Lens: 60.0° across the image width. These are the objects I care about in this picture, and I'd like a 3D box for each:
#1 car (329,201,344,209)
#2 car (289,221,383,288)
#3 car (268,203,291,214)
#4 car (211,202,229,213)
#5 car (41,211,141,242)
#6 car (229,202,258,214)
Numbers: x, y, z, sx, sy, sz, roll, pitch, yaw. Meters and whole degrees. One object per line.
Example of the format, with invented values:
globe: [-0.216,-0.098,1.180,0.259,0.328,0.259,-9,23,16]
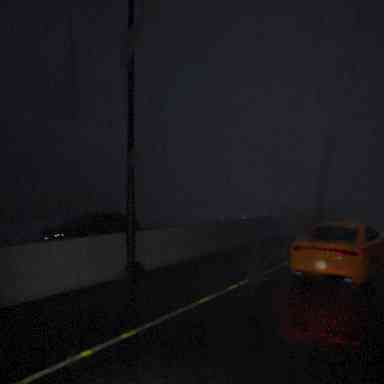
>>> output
car: [25.181,2.278,57.895,2.033,1.411,5.357,0,-1,32]
car: [4.507,1.603,9.845,1.882,1.535,5.008,-1,-1,36]
car: [11.537,2.115,43.734,1.994,1.385,4.181,0,-1,35]
car: [4.730,2.130,46.190,2.033,1.411,5.357,-1,-1,35]
car: [-4.543,1.704,15.601,1.837,1.490,4.892,-1,-1,36]
car: [6.987,2.111,43.333,1.994,1.385,4.181,-1,-1,35]
